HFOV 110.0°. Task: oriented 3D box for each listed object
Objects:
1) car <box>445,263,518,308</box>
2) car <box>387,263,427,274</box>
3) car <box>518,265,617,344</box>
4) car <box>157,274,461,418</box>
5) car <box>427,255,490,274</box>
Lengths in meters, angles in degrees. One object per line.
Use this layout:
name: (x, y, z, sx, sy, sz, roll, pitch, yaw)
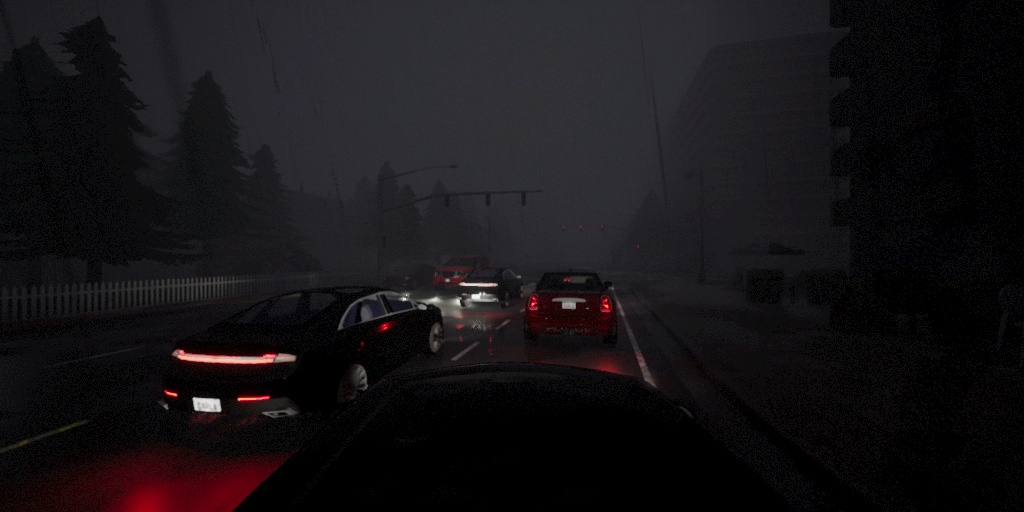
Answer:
car: (-0.750, 1.234, 15.117, 2.128, 1.511, 4.902, 0, 0, 13)
car: (-6.228, 1.232, 22.919, 1.882, 1.535, 5.008, 0, 0, 14)
car: (1.670, 1.098, 9.892, 2.097, 1.767, 4.553, 0, 0, 12)
car: (-2.631, 1.239, 5.904, 2.128, 1.511, 4.902, 0, 0, 8)
car: (-2.834, 0.968, 22.061, 2.150, 2.045, 5.566, 0, 0, 14)
